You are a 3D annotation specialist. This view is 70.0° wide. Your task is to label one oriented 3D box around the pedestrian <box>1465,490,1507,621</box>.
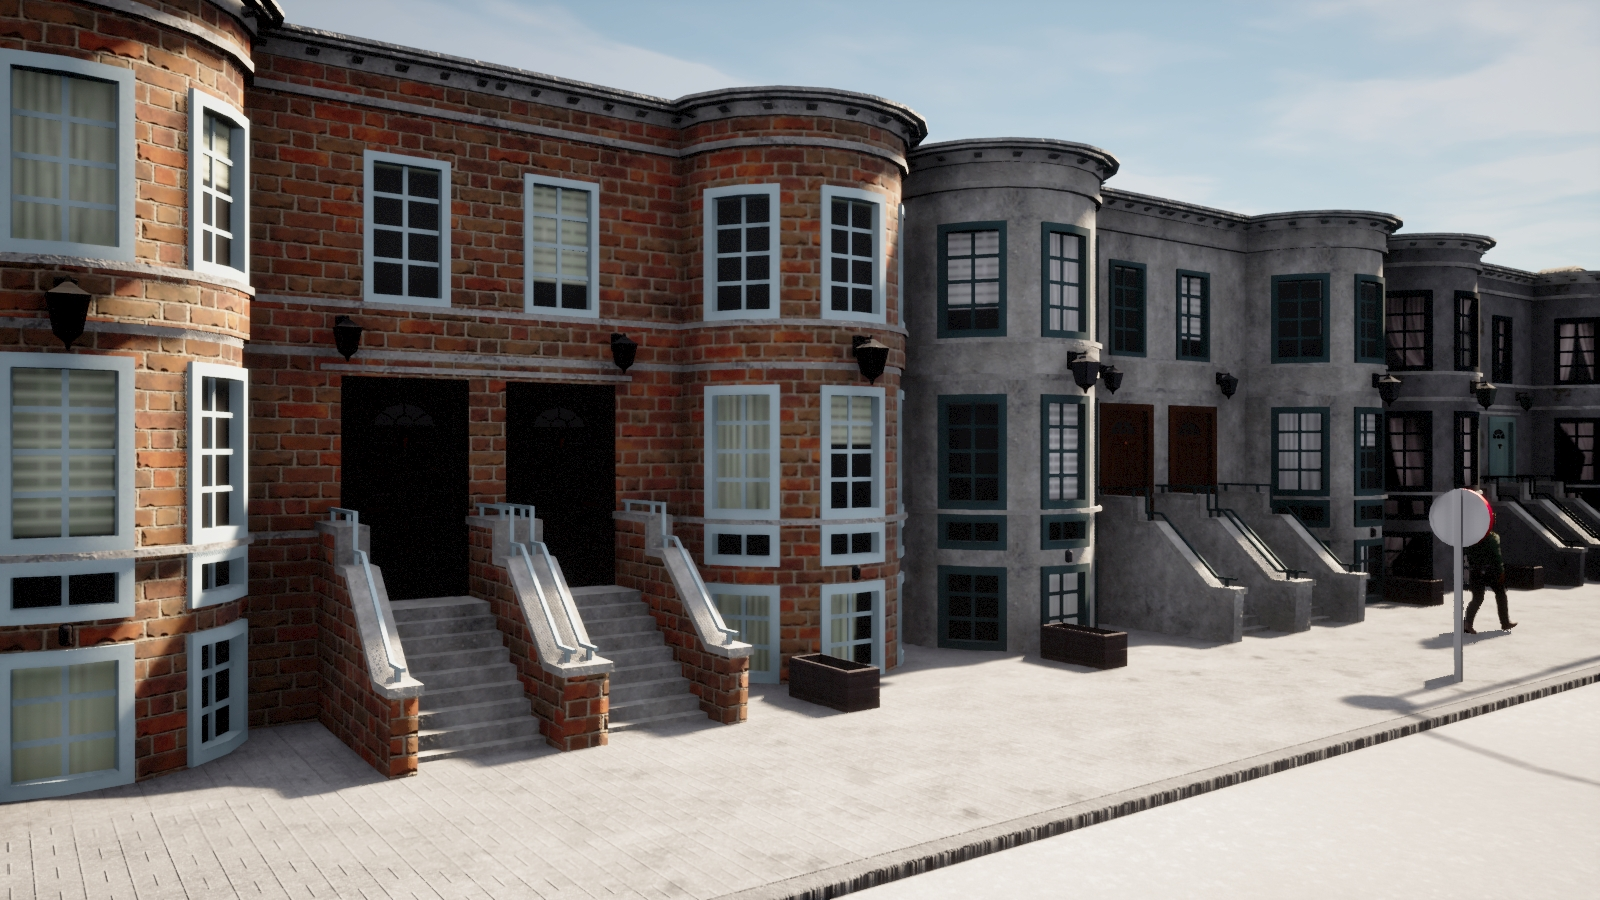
[{"bbox_3d":[9.988,1.524,16.633,0.375,1.860,0.375,0,0,-18],"label":"pedestrian"}]
